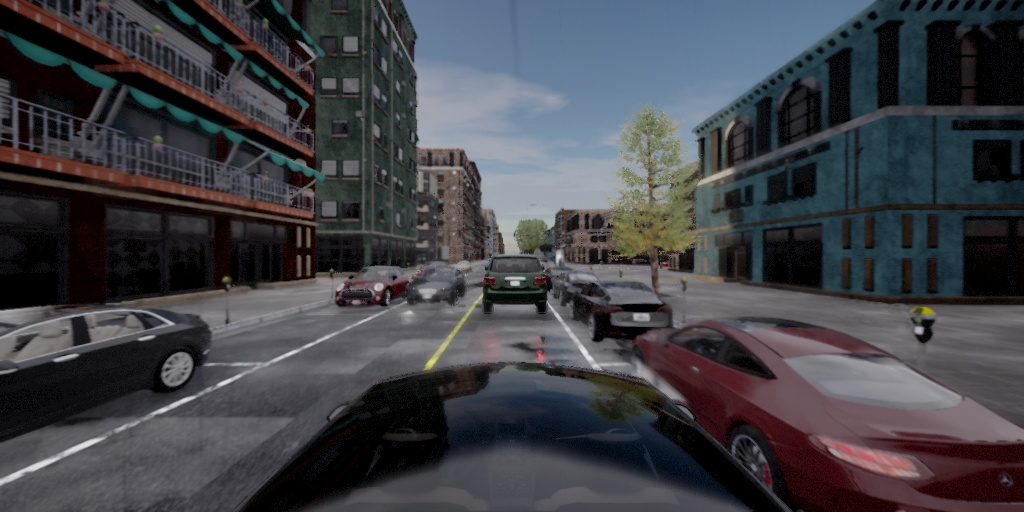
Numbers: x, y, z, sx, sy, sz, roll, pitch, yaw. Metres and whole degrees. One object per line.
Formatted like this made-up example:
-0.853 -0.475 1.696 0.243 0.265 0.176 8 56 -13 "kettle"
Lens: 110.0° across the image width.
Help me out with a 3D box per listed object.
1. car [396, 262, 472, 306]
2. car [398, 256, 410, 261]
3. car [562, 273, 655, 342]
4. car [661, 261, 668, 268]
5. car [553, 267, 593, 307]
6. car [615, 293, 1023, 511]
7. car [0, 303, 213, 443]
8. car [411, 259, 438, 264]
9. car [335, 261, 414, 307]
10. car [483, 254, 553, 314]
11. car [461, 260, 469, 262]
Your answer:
-3.098 1.208 15.562 2.128 1.511 4.902 0 0 0 "car"
-17.271 0.890 57.002 5.009 1.841 2.192 0 0 0 "car"
2.691 1.296 9.533 1.948 1.339 4.313 0 0 0 "car"
26.153 1.295 57.254 4.507 1.381 1.888 0 0 0 "car"
2.692 1.268 15.071 2.007 1.370 4.403 0 0 0 "car"
2.691 1.326 3.993 1.802 1.307 4.207 0 0 0 "car"
-5.690 1.294 3.995 2.007 1.370 4.403 0 0 0 "car"
-5.688 1.133 26.151 1.967 1.591 4.097 0 0 0 "car"
-5.689 1.158 15.072 1.967 1.591 4.097 0 0 0 "car"
0.101 0.941 13.852 2.150 2.045 5.566 0 0 0 "car"
-5.687 1.182 42.601 1.751 1.417 4.829 0 0 0 "car"
